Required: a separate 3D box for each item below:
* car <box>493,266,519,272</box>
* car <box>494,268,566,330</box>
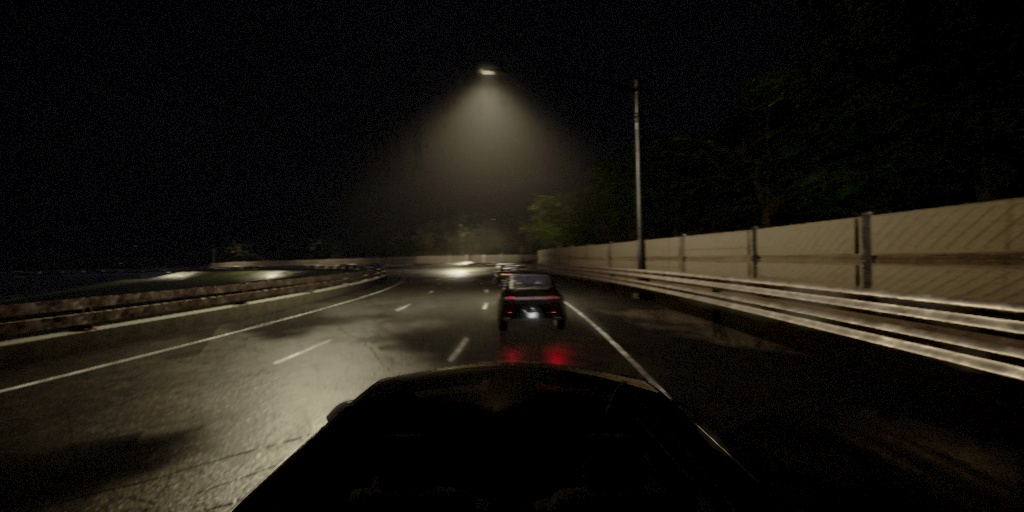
[{"bbox_3d":[-0.270,1.438,25.836,2.128,1.511,4.902,-1,0,-7],"label":"car"},{"bbox_3d":[0.543,1.308,11.478,2.128,1.511,4.902,-1,0,0],"label":"car"}]
